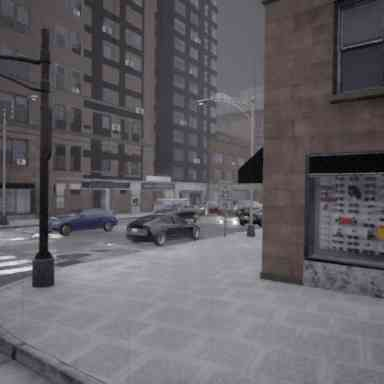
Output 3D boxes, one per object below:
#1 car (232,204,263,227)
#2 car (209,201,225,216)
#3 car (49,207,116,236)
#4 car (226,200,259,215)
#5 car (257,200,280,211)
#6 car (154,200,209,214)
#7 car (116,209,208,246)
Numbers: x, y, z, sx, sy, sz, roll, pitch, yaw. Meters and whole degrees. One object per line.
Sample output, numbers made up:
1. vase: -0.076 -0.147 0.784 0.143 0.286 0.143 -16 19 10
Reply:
1. car: 5.118 1.847 25.358 1.947 1.339 4.313 0 0 36
2. car: 1.431 1.640 34.807 1.967 1.590 4.097 0 0 36
3. car: -6.458 1.630 19.499 1.812 1.442 4.674 1 0 38
4. car: 4.786 1.608 35.037 2.097 1.767 4.553 1 0 36
5. car: 11.089 1.926 48.171 1.802 1.307 4.206 0 0 36
6. car: -1.086 1.667 26.933 2.128 1.511 4.902 1 0 36
7. car: -1.323 1.761 16.449 1.947 1.339 4.313 0 0 36
